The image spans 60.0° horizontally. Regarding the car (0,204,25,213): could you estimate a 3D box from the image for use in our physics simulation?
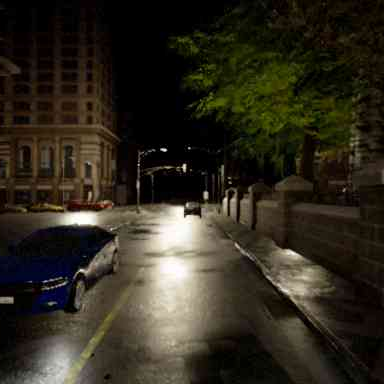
[{"bbox_3d":[-25.808,2.364,46.739,4.829,1.417,1.752,-1,0,0],"label":"car"}]

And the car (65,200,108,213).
[{"bbox_3d":[-14.900,2.006,46.711,5.009,1.841,2.192,-1,0,0],"label":"car"}]

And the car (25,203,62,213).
[{"bbox_3d":[-20.268,2.290,46.725,4.829,1.417,1.752,-1,0,0],"label":"car"}]

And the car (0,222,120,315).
[{"bbox_3d":[-3.099,1.565,8.058,1.882,1.535,5.008,0,-1,0],"label":"car"}]

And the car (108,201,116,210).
[{"bbox_3d":[-14.886,2.196,55.237,4.097,1.590,1.967,-1,0,0],"label":"car"}]

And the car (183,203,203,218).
[{"bbox_3d":[0.078,1.850,34.114,2.128,1.511,4.902,0,-1,1],"label":"car"}]

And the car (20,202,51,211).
[{"bbox_3d":[-25.964,2.472,55.265,4.313,1.339,1.947,-1,0,0],"label":"car"}]
